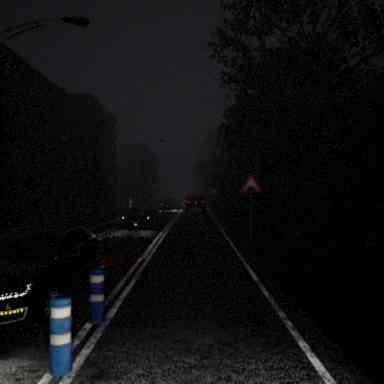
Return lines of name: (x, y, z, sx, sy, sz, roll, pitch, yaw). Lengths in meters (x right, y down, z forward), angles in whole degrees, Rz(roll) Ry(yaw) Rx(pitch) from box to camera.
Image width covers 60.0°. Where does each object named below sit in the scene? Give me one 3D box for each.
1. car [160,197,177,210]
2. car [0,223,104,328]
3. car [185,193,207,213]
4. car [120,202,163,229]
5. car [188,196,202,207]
car: (-2.880, 1.411, 41.911, 1.837, 1.490, 4.892, 0, 0, 1)
car: (-3.321, 1.498, 7.231, 1.837, 1.490, 4.892, 0, 0, 0)
car: (0.408, 1.141, 35.929, 2.150, 2.045, 5.566, 0, 1, 1)
car: (-3.212, 1.560, 21.257, 1.895, 1.301, 4.718, 0, 0, 1)
car: (0.441, 1.410, 48.641, 2.033, 1.411, 5.357, 0, 0, 1)
